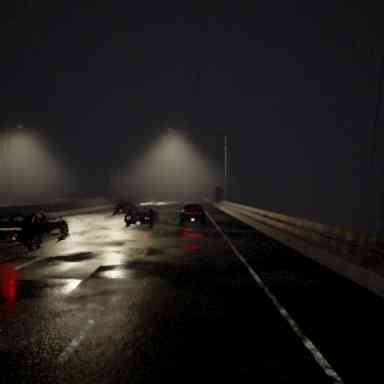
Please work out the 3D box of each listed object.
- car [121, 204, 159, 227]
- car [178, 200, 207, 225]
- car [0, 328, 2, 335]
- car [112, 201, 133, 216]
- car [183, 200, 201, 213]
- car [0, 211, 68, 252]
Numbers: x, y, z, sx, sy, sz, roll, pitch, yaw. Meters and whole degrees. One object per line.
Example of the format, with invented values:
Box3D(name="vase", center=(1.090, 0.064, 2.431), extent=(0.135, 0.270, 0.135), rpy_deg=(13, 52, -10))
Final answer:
Box3D(name="car", center=(-3.451, 1.710, 23.570), extent=(1.895, 1.301, 4.718), rpy_deg=(0, 0, 0))
Box3D(name="car", center=(0.046, 1.620, 24.755), extent=(1.837, 1.490, 4.892), rpy_deg=(0, 0, 0))
Box3D(name="car", center=(-3.404, 1.556, 1.867), extent=(2.033, 1.411, 5.357), rpy_deg=(0, 0, 0))
Box3D(name="car", center=(-6.976, 1.686, 34.813), extent=(1.812, 1.442, 4.674), rpy_deg=(0, 0, 0))
Box3D(name="car", center=(0.009, 1.740, 41.656), extent=(2.033, 1.411, 5.357), rpy_deg=(0, 0, 0))
Box3D(name="car", center=(-6.932, 1.557, 14.274), extent=(2.128, 1.511, 4.902), rpy_deg=(0, 0, 0))
